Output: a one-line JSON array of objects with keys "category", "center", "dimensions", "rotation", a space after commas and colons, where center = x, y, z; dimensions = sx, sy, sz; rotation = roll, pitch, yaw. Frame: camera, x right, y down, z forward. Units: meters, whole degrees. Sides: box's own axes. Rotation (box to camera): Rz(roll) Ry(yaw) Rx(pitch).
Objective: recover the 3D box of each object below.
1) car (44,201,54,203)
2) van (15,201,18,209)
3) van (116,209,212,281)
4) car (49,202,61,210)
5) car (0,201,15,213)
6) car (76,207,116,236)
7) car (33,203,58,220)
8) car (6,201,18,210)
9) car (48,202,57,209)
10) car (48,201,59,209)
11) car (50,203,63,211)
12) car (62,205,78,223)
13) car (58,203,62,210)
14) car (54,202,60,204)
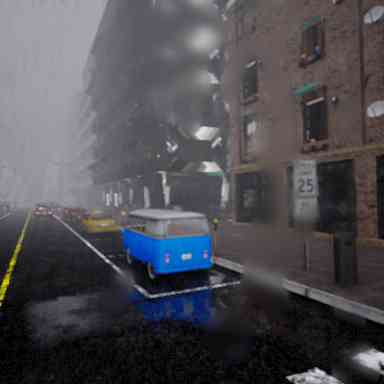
[{"category": "car", "center": [-20.471, 2.253, 45.362], "dimensions": [2.097, 1.767, 4.553], "rotation": [-1, -1, -25]}, {"category": "van", "center": [-39.835, 3.007, 73.158], "dimensions": [1.690, 1.788, 3.998], "rotation": [-1, -1, -25]}, {"category": "van", "center": [-0.928, 1.438, 10.109], "dimensions": [1.690, 1.788, 3.998], "rotation": [-1, -1, -25]}, {"category": "car", "center": [-27.422, 2.817, 66.460], "dimensions": [1.887, 1.381, 4.507], "rotation": [-1, -1, -25]}, {"category": "car", "center": [-32.609, 2.649, 57.789], "dimensions": [2.192, 1.841, 5.009], "rotation": [-1, -1, -25]}, {"category": "car", "center": [-5.815, 1.827, 20.507], "dimensions": [1.752, 1.417, 4.829], "rotation": [-1, -1, -25]}, {"category": "car", "center": [-16.077, 2.252, 36.131], "dimensions": [2.033, 1.411, 5.357], "rotation": [-1, -1, -25]}, {"category": "car", "center": [-42.244, 3.099, 78.279], "dimensions": [2.192, 1.841, 5.009], "rotation": [-1, -1, -25]}, {"category": "car", "center": [-32.239, 3.077, 76.705], "dimensions": [1.802, 1.307, 4.206], "rotation": [-1, -1, -25]}, {"category": "car", "center": [-29.833, 2.823, 71.582], "dimensions": [1.967, 1.590, 4.097], "rotation": [-1, -1, -25]}, {"category": "car", "center": [-25.012, 2.714, 61.336], "dimensions": [2.008, 1.369, 4.403], "rotation": [-1, -1, -25]}, {"category": "car", "center": [-10.559, 2.054, 30.597], "dimensions": [1.887, 1.381, 4.507], "rotation": [-1, -1, -25]}, {"category": "car", "center": [-12.968, 2.163, 35.720], "dimensions": [1.887, 1.381, 4.507], "rotation": [-1, -1, -25]}, {"category": "car", "center": [-22.603, 2.605, 56.213], "dimensions": [2.008, 1.369, 4.403], "rotation": [-1, -1, -25]}]
